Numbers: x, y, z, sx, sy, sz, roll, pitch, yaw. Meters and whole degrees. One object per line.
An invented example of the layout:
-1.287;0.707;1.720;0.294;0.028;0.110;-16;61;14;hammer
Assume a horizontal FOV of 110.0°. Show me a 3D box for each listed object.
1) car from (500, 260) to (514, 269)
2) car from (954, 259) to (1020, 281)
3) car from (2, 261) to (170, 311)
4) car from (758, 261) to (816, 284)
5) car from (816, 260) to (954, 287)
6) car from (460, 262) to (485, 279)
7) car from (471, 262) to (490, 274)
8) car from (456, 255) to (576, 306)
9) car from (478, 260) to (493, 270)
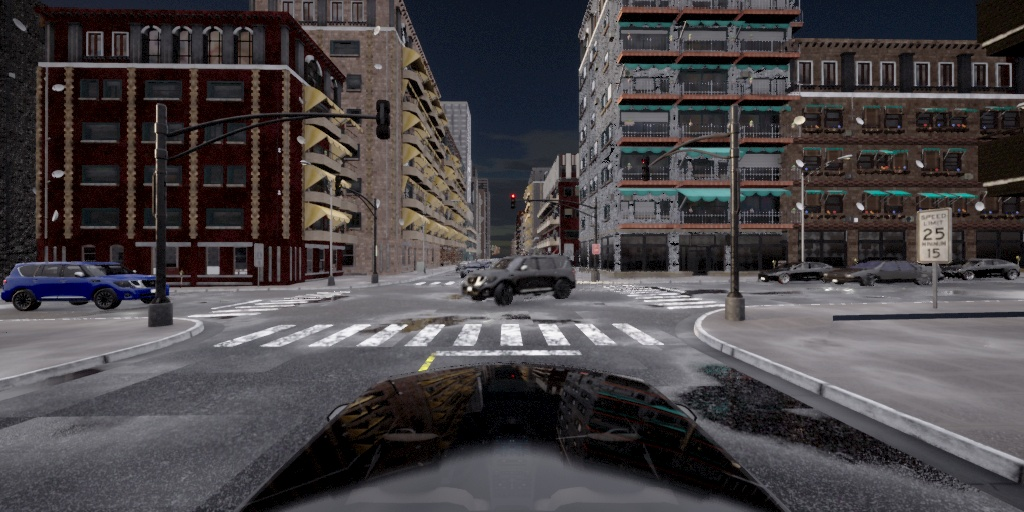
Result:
-0.800;1.311;56.370;2.033;1.411;5.357;0;0;-1;car
29.262;0.832;22.681;4.313;1.339;1.948;0;0;-1;car
-18.657;1.244;15.855;5.566;2.045;2.150;-1;0;-1;car
17.936;1.014;22.564;4.313;1.339;1.948;0;0;-1;car
20.524;0.944;19.904;5.357;1.411;2.033;-1;0;-1;car
-3.619;1.320;33.638;1.994;1.385;4.181;0;0;-1;car
-3.783;1.360;43.531;1.895;1.301;4.718;0;0;-1;car
0.459;0.980;16.078;5.566;2.045;2.150;0;-1;-38;car
-3.958;1.327;54.718;1.994;1.385;4.181;0;0;-1;car
